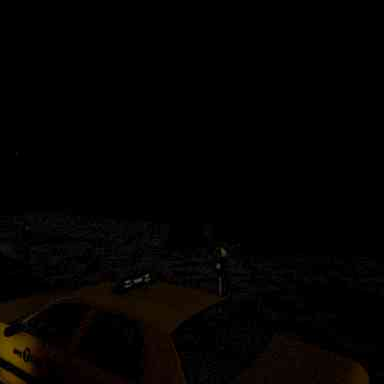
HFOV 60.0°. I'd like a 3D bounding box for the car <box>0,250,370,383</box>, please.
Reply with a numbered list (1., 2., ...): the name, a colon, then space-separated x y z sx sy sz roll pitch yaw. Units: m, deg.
1. car: -0.785 1.525 3.526 4.829 1.417 1.752 0 0 36
